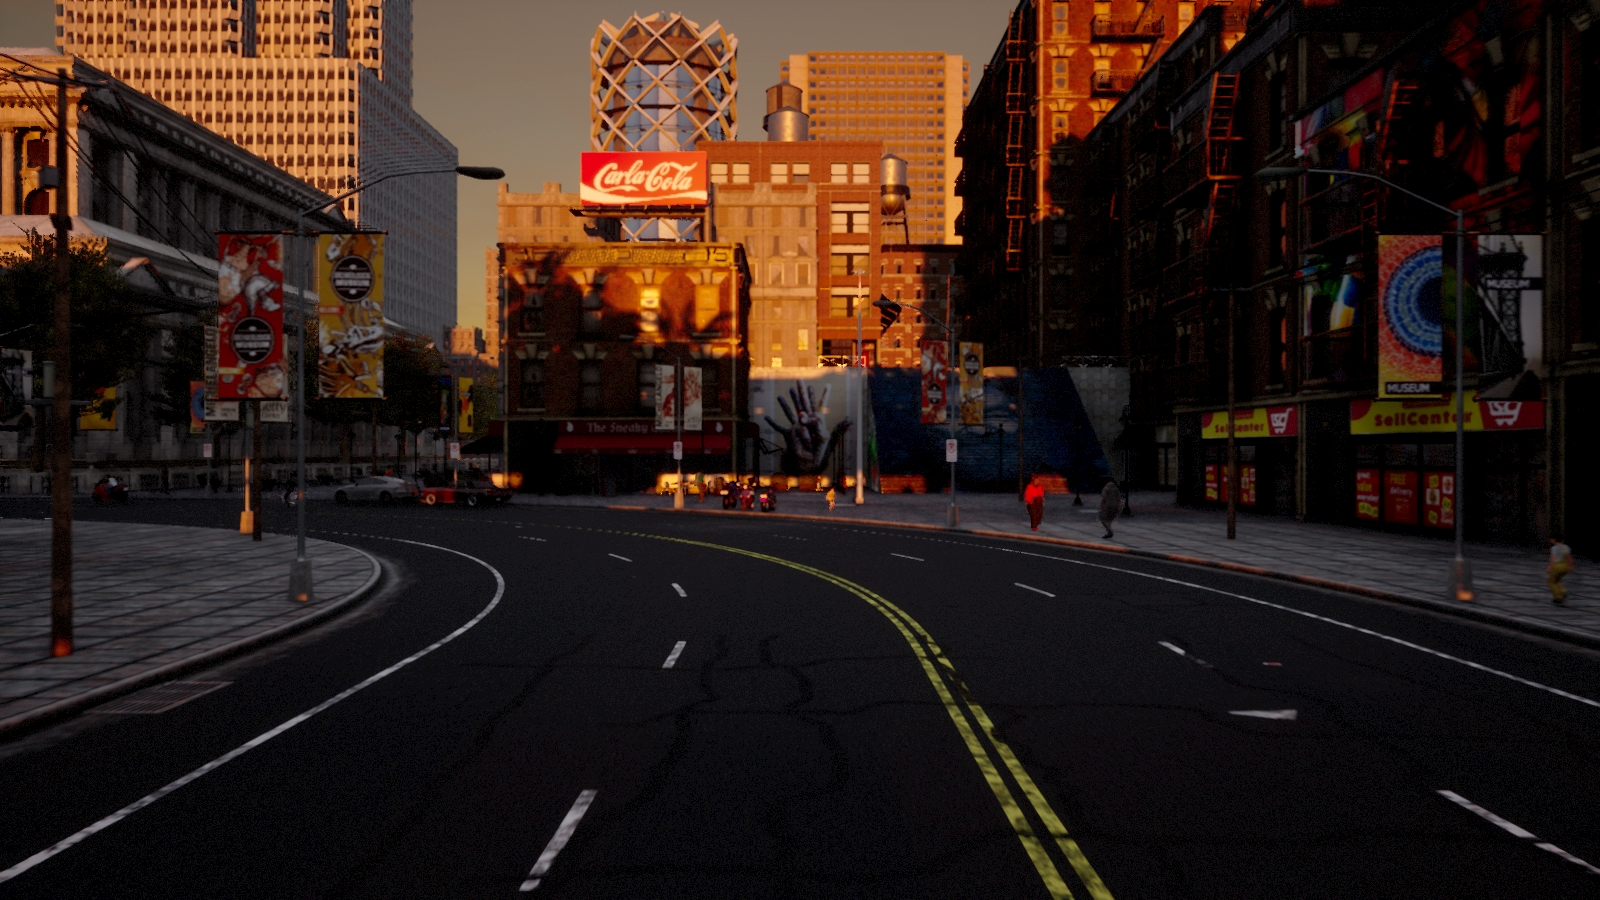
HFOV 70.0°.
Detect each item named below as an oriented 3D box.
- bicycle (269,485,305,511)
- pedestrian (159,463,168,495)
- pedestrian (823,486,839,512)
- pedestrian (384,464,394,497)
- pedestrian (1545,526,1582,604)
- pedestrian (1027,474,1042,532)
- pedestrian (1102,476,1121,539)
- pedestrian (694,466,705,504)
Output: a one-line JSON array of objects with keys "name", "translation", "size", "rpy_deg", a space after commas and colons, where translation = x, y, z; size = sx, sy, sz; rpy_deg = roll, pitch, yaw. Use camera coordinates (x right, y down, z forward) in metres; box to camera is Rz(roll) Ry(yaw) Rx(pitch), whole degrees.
[{"name": "bicycle", "translation": [-23.827, 2.210, 53.020], "size": [1.835, 1.171, 0.329], "rpy_deg": [0, 1, 21]}, {"name": "pedestrian", "translation": [-37.094, 1.698, 66.579], "size": [0.375, 1.860, 0.375], "rpy_deg": [0, 0, -3]}, {"name": "pedestrian", "translation": [1.308, 2.076, 48.635], "size": [0.500, 1.100, 0.500], "rpy_deg": [0, 0, -34]}, {"name": "pedestrian", "translation": [-23.196, 1.697, 64.416], "size": [0.375, 1.860, 0.375], "rpy_deg": [0, 0, 27]}, {"name": "pedestrian", "translation": [13.152, 1.976, 19.676], "size": [0.375, 1.300, 0.375], "rpy_deg": [0, 0, -18]}, {"name": "pedestrian", "translation": [7.562, 1.696, 36.848], "size": [0.375, 1.860, 0.375], "rpy_deg": [0, 0, -13]}, {"name": "pedestrian", "translation": [9.215, 1.696, 33.788], "size": [0.375, 1.860, 0.375], "rpy_deg": [0, 0, -20]}, {"name": "pedestrian", "translation": [-4.919, 1.697, 55.922], "size": [0.375, 1.860, 0.375], "rpy_deg": [0, 0, -43]}]
